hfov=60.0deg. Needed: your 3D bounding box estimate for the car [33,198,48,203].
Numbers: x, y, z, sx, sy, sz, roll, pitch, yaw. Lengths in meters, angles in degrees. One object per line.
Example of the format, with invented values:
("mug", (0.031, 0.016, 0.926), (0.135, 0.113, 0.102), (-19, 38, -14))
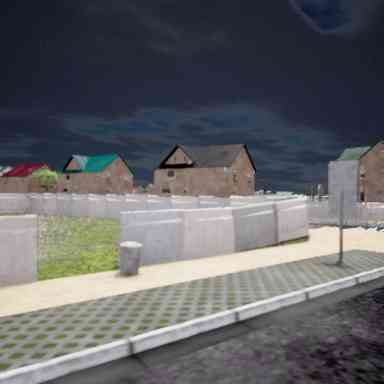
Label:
("car", (-18.879, 1.156, 39.066), (4.718, 1.301, 1.895), (1, -2, 36))
